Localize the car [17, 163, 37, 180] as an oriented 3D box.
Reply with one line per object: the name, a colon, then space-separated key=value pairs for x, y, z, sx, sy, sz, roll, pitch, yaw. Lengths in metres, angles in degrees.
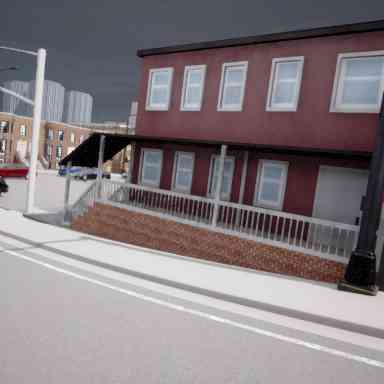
car: x=-17.357 y=-2.059 z=31.664 sx=1.882 sy=1.535 sz=5.008 roll=10 pitch=6 yaw=35

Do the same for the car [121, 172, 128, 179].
car: x=-8.422 y=-2.549 z=49.938 sx=2.128 sy=1.511 sz=4.902 roll=10 pitch=6 yaw=36

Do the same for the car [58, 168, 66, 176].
car: x=-14.298 y=-2.571 z=41.825 sx=1.882 sy=1.535 sz=5.008 roll=10 pitch=6 yaw=36

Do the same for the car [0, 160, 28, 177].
car: x=-19.988 y=-2.507 z=33.966 sx=2.033 sy=1.411 sz=5.357 roll=10 pitch=6 yaw=35

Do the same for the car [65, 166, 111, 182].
car: x=-11.842 y=-2.041 z=39.314 sx=2.128 sy=1.511 sz=4.902 roll=10 pitch=6 yaw=35

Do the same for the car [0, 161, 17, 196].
car: x=-13.490 y=-0.738 z=18.876 sx=2.150 sy=2.045 sz=5.566 roll=10 pitch=6 yaw=35
